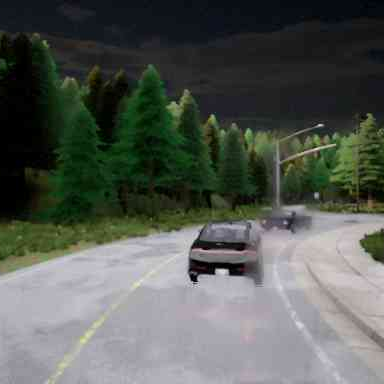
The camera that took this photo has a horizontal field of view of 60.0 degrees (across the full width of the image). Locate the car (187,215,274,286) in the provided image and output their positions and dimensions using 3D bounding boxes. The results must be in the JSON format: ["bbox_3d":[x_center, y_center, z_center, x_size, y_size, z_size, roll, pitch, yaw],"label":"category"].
[{"bbox_3d":[1.126,1.574,9.761,2.128,1.511,4.902,0,0,11],"label":"car"}]

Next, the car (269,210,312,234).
[{"bbox_3d":[5.978,1.774,20.662,1.895,1.301,4.718,0,-1,35],"label":"car"}]
